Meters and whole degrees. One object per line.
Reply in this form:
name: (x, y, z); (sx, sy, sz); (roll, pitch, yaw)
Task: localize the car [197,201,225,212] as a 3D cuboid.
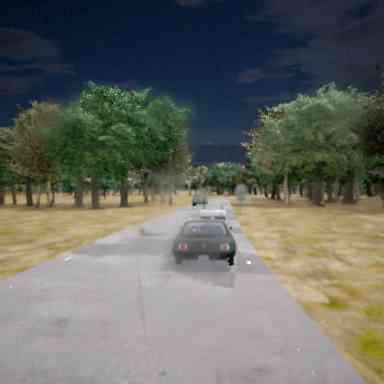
car: (1.725, 1.614, 26.605); (1.895, 1.301, 4.718); (0, 0, 6)

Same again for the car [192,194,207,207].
car: (1.244, 1.284, 53.213); (2.150, 2.045, 5.566); (0, 0, 6)

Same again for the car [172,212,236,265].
car: (0.492, 1.606, 11.777); (1.895, 1.301, 4.718); (0, 0, 4)
